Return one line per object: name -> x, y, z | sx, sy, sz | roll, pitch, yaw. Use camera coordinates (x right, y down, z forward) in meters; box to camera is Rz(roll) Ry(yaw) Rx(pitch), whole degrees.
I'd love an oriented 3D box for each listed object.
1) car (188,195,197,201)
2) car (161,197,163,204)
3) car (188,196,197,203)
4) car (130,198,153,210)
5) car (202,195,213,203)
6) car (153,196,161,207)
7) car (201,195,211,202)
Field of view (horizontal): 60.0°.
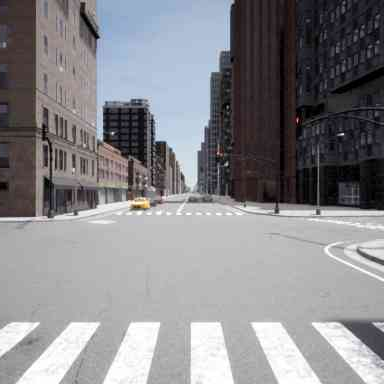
car -> 0.132, 1.558, 82.109 | 1.994, 1.385, 4.181 | 0, 0, 0
car -> -6.464, 1.489, 61.844 | 1.882, 1.535, 5.008 | 0, 0, 0
car -> 0.139, 1.527, 71.795 | 2.128, 1.511, 4.902 | 0, 0, 0
car -> -6.530, 1.486, 42.173 | 1.882, 1.535, 5.008 | 0, 0, 0
car -> 3.364, 1.533, 70.943 | 2.128, 1.511, 4.902 | 0, 0, 0
car -> -6.501, 1.574, 51.423 | 1.994, 1.385, 4.181 | 0, 0, 1
car -> 3.380, 1.501, 81.363 | 2.128, 1.511, 4.902 | 0, 0, 0
